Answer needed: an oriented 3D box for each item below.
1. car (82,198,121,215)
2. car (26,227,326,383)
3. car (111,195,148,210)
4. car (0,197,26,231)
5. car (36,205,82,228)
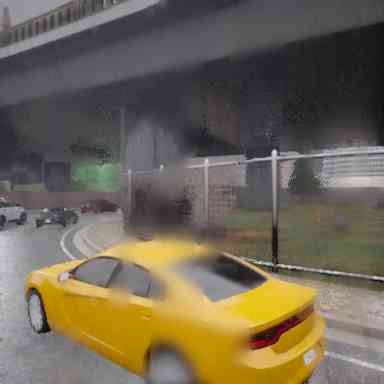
[{"bbox_3d":[-10.355,1.546,37.563,2.097,1.767,4.553,0,0,21],"label":"car"},{"bbox_3d":[-0.687,1.500,4.955,5.008,1.535,1.882,-1,0,41],"label":"car"},{"bbox_3d":[-8.980,1.454,48.598,2.150,2.045,5.566,0,0,30],"label":"car"},{"bbox_3d":[-12.661,1.361,21.444,2.150,2.045,5.566,-1,0,-8],"label":"car"},{"bbox_3d":[-9.291,1.658,23.159,1.812,1.442,4.674,-1,0,-6],"label":"car"}]
